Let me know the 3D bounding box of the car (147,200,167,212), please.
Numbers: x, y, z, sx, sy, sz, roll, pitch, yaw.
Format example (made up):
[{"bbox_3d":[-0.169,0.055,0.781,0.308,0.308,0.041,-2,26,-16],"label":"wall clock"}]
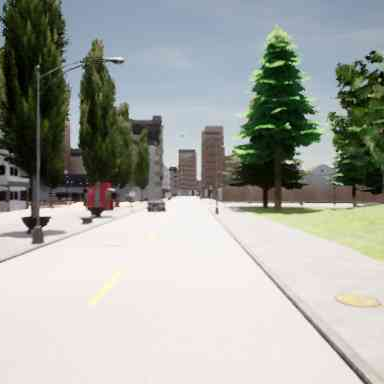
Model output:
[{"bbox_3d":[-4.001,1.566,38.482,1.994,1.385,4.181,0,0,0],"label":"car"}]
